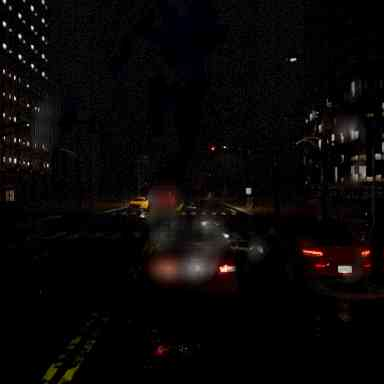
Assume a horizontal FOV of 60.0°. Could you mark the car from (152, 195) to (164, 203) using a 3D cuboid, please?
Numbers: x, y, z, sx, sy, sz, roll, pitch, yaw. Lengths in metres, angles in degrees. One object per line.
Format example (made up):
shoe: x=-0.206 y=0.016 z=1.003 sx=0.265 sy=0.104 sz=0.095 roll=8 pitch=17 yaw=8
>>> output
car: x=-6.693 y=1.393 z=65.918 sx=1.882 sy=1.535 sz=5.008 roll=0 pitch=0 yaw=0

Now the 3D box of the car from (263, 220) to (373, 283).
car: x=3.334 y=1.522 z=9.559 sx=1.812 sy=1.442 sz=4.674 roll=0 pitch=0 yaw=0

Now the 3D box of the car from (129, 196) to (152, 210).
car: x=-6.660 y=1.442 z=41.894 sx=1.882 sy=1.535 sz=5.008 roll=0 pitch=0 yaw=0

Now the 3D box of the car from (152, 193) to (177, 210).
car: x=-3.408 y=1.186 z=42.350 sx=2.150 sy=2.045 sz=5.566 roll=0 pitch=0 yaw=0

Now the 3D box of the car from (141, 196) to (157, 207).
car: x=-6.670 y=1.422 z=52.586 sx=1.882 sy=1.535 sz=5.008 roll=0 pitch=0 yaw=0

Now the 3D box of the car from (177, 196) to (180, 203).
car: x=-3.420 y=1.435 z=52.887 sx=2.128 sy=1.511 sz=4.902 roll=0 pitch=0 yaw=0

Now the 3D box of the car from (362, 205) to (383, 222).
car: x=16.075 y=1.617 z=26.858 sx=4.181 sy=1.385 sz=1.994 roll=0 pitch=0 yaw=1

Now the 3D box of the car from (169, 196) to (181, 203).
car: x=-3.433 y=1.458 z=67.669 sx=2.033 sy=1.411 sz=5.357 roll=0 pitch=0 yaw=0

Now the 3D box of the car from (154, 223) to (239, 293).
car: x=0.085 y=1.544 z=8.974 sx=2.033 sy=1.411 sz=5.357 roll=0 pitch=0 yaw=0
